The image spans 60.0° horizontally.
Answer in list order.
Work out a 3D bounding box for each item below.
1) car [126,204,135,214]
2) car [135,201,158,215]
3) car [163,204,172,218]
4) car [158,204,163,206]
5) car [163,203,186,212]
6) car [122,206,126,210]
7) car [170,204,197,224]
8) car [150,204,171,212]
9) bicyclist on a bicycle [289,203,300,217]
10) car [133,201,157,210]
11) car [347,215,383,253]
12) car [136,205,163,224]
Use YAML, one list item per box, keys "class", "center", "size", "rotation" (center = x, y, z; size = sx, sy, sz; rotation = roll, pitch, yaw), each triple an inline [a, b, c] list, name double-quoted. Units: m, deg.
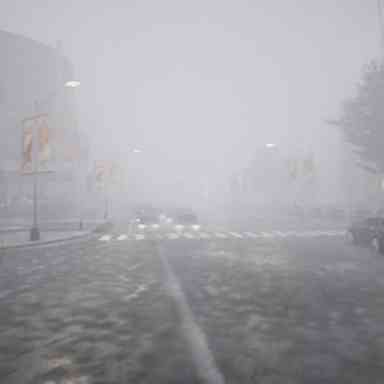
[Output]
- class: "car"
  center: [-8.432, 2.828, 52.614]
  size: [2.033, 1.411, 5.357]
  rotation: [0, -1, -22]
- class: "car"
  center: [-5.878, 2.384, 42.536]
  size: [2.097, 1.767, 4.553]
  rotation: [0, -1, -11]
- class: "car"
  center: [-2.279, 2.537, 42.352]
  size: [1.812, 1.442, 4.674]
  rotation: [0, -1, -10]
- class: "car"
  center: [-4.670, 2.752, 52.501]
  size: [2.128, 1.511, 4.902]
  rotation: [0, -1, -20]
- class: "car"
  center: [-3.578, 3.063, 65.984]
  size: [2.128, 1.511, 4.902]
  rotation: [1, -2, -38]
- class: "car"
  center: [-12.797, 3.277, 70.994]
  size: [4.718, 1.301, 1.895]
  rotation: [-1, -2, 38]
- class: "car"
  center: [-0.739, 2.267, 33.206]
  size: [1.882, 1.535, 5.008]
  rotation: [0, -1, -10]
- class: "car"
  center: [-6.146, 3.053, 63.583]
  size: [1.812, 1.442, 4.674]
  rotation: [1, -2, -38]
- class: "bicyclist on a bicycle"
  center: [12.713, 2.205, 40.788]
  size: [1.656, 1.620, 0.582]
  rotation: [0, -1, -10]
- class: "car"
  center: [-10.446, 2.947, 73.594]
  size: [5.566, 2.045, 2.150]
  rotation: [-1, -2, 38]
- class: "car"
  center: [8.670, 1.826, 15.086]
  size: [1.837, 1.490, 4.892]
  rotation: [1, -1, 6]
- class: "car"
  center: [-4.317, 2.360, 33.452]
  size: [2.033, 1.411, 5.357]
  rotation: [0, -1, -9]
